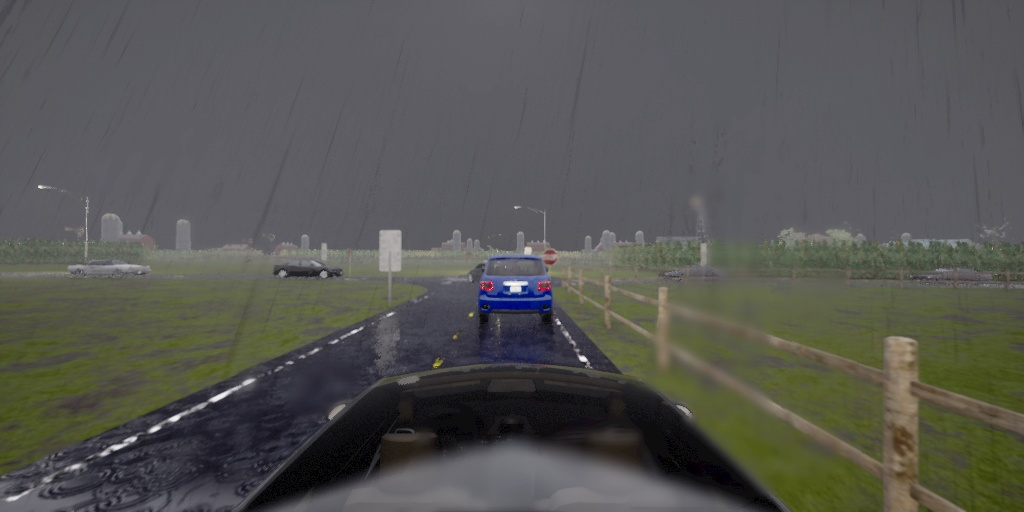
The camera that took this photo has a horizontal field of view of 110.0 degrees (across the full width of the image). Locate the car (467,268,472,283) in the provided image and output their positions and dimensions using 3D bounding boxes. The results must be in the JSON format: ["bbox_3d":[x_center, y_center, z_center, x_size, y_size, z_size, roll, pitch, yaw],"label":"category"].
[{"bbox_3d":[-1.586,1.171,24.372,1.837,1.490,4.892,0,-1,-22],"label":"car"}]

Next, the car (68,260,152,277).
[{"bbox_3d":[-31.141,0.963,27.875,4.718,1.301,1.895,1,-1,0],"label":"car"}]

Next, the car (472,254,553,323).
[{"bbox_3d":[0.097,0.956,12.208,2.150,2.045,5.566,0,0,0],"label":"car"}]

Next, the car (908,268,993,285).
[{"bbox_3d":[37.368,1.722,30.582,5.357,1.411,2.033,1,-1,0],"label":"car"}]

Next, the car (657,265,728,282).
[{"bbox_3d":[15.403,1.457,30.670,5.357,1.411,2.033,1,-1,0],"label":"car"}]

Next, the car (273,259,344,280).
[{"bbox_3d":[-15.752,1.001,27.850,5.008,1.535,1.882,1,-1,-1],"label":"car"}]
